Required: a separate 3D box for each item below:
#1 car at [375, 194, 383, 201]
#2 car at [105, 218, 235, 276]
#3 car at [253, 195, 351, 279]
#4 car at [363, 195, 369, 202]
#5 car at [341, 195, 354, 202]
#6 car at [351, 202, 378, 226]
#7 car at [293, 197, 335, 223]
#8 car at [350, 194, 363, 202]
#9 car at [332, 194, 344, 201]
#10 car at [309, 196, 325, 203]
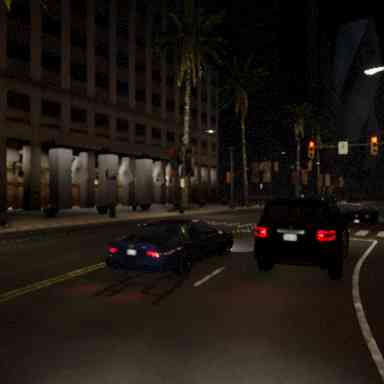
[{"bbox_3d":[45.293,1.350,79.678,2.097,1.767,4.553,0,0,33],"label":"car"},{"bbox_3d":[-0.363,1.543,10.490,2.033,1.411,5.357,0,0,27],"label":"car"},{"bbox_3d":[3.596,1.215,10.400,2.150,2.045,5.566,0,-1,27],"label":"car"},{"bbox_3d":[41.283,1.472,79.958,1.882,1.535,5.008,0,0,34],"label":"car"},{"bbox_3d":[38.352,1.517,81.871,2.128,1.511,4.902,0,0,34],"label":"car"},{"bbox_3d":[11.975,1.599,23.526,1.895,1.301,4.718,0,0,34],"label":"car"},{"bbox_3d":[9.837,1.348,26.617,2.097,1.767,4.553,0,0,34],"label":"car"},{"bbox_3d":[32.158,1.473,66.376,1.882,1.535,5.008,0,0,34],"label":"car"},{"bbox_3d":[38.365,1.345,87.534,2.185,1.767,4.553,0,0,33],"label":"car"},{"bbox_3d":[26.099,1.503,69.353,2.161,1.482,4.786,0,0,33],"label":"car"}]
